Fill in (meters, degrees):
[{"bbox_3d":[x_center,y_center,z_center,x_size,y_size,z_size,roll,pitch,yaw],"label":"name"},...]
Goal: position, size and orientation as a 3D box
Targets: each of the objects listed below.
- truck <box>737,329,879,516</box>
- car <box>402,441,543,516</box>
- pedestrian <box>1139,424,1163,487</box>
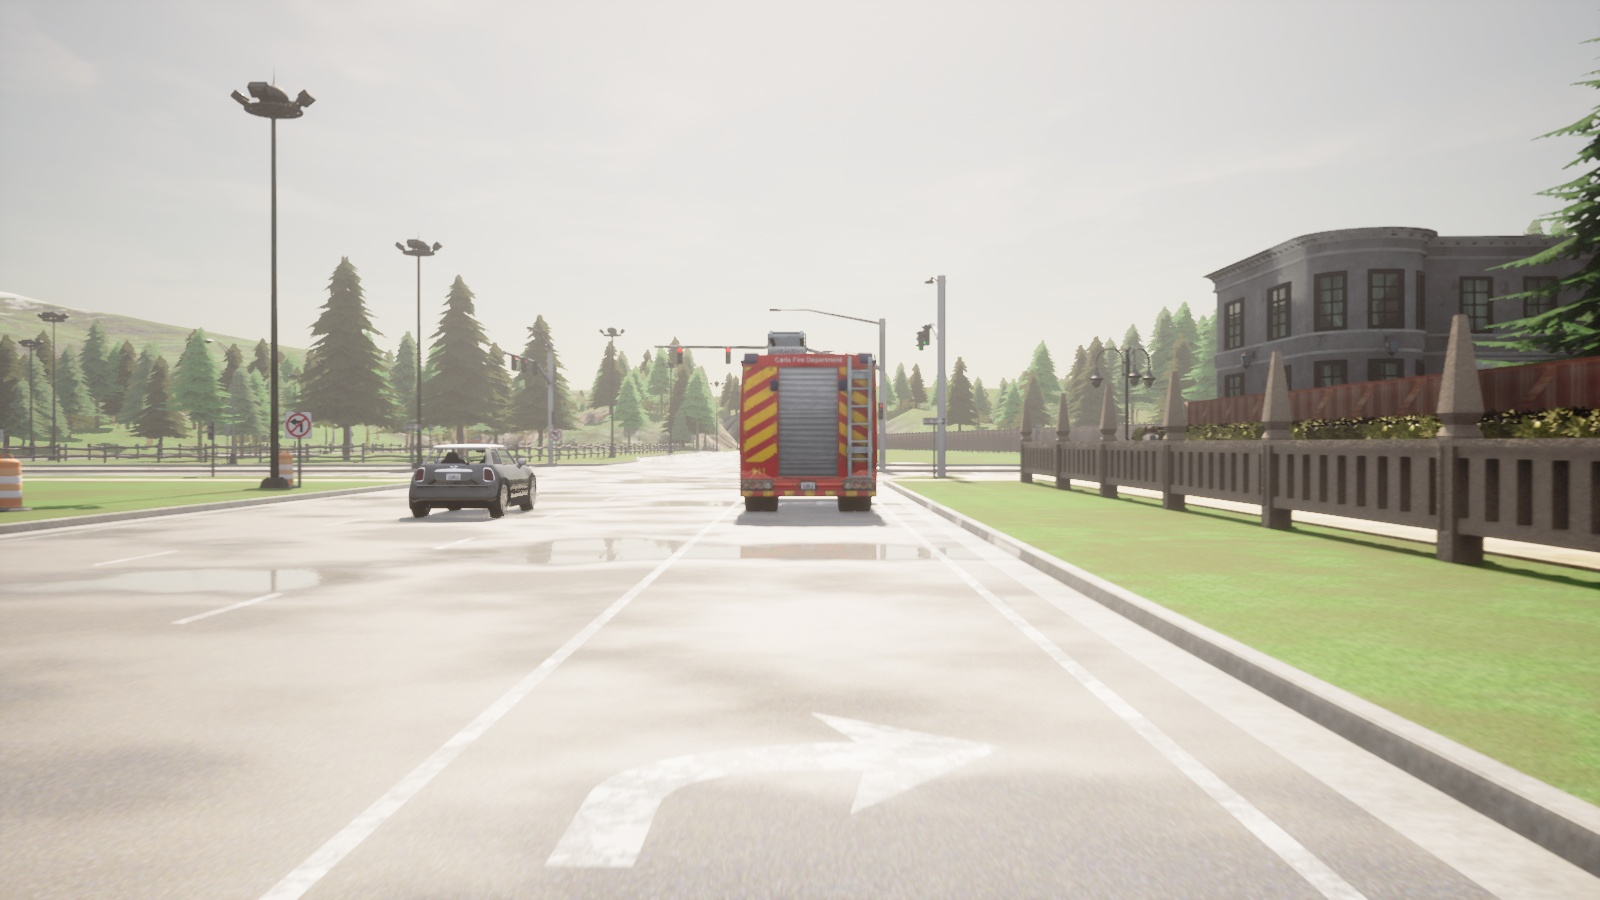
[{"bbox_3d":[0.186,-0.587,29.905,2.891,3.827,8.468,0,0,0],"label":"truck"},{"bbox_3d":[-6.833,0.557,26.588,1.970,1.475,3.806,0,0,0],"label":"car"},{"bbox_3d":[10.294,0.156,36.822,0.540,1.848,0.694,0,0,2],"label":"pedestrian"}]
